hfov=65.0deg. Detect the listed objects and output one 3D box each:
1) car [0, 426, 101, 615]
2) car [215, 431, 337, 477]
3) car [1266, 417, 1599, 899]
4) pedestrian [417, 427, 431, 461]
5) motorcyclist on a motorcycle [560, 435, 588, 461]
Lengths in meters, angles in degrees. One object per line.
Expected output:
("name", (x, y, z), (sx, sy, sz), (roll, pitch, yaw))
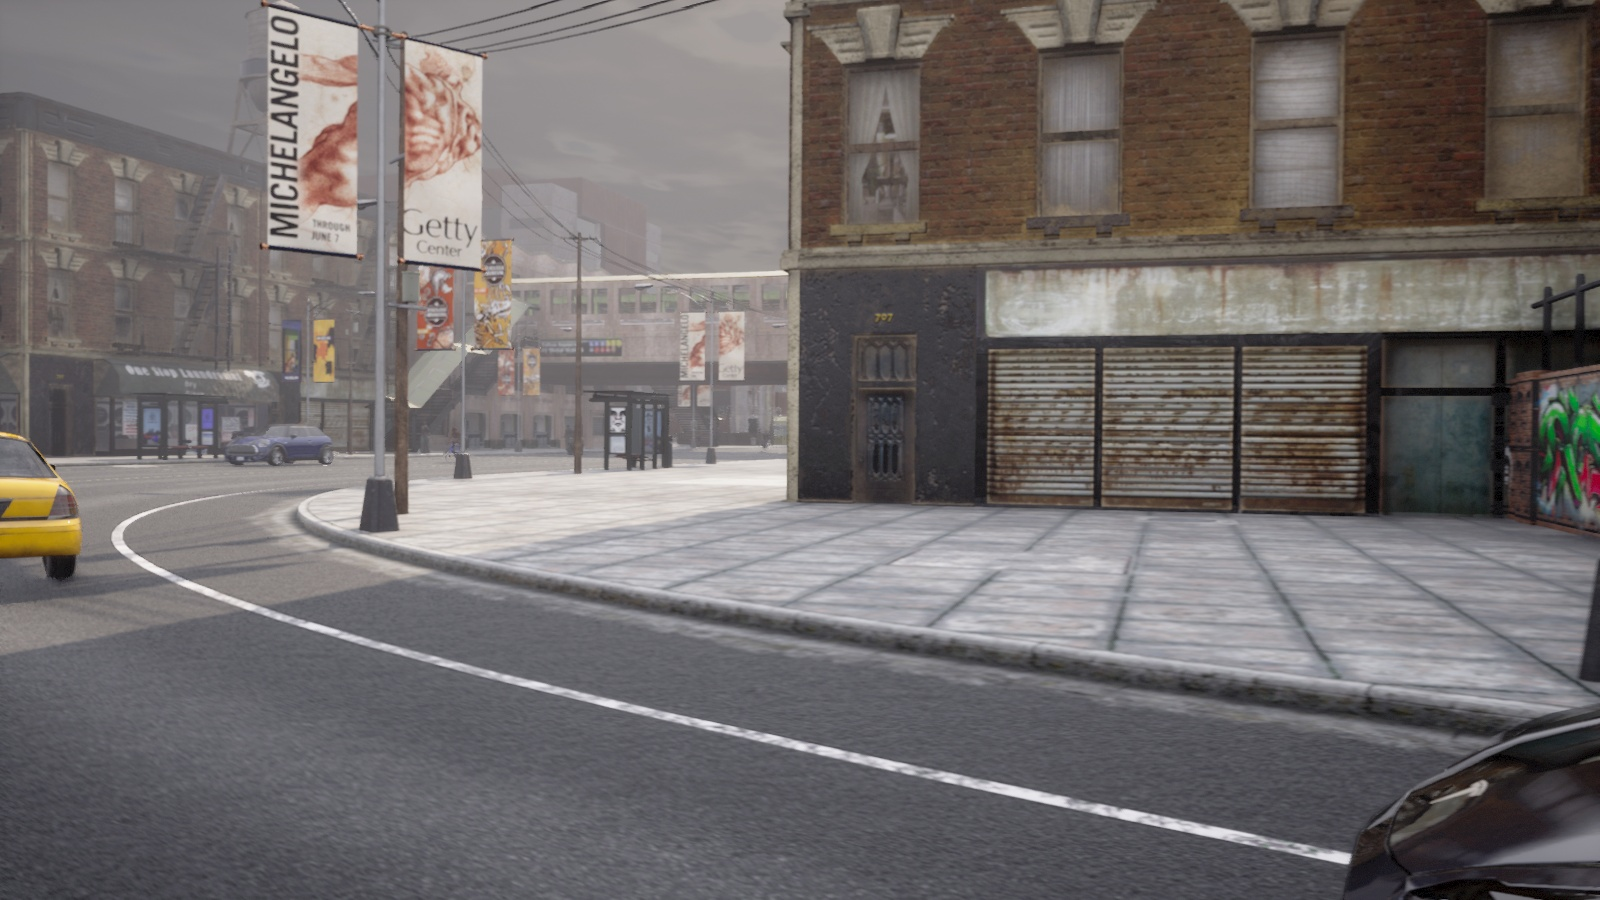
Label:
("car", (-8.435, 0.580, 12.543), (1.801, 1.575, 5.366), (-1, 1, -37))
("car", (-20.963, 0.115, 50.472), (2.097, 1.767, 4.553), (0, 1, 17))
("car", (3.261, 0.685, 1.434), (4.792, 1.488, 2.163), (0, 1, 31))
("pedestrian", (-20.897, -0.338, 69.781), (0.402, 1.930, 0.666), (0, 1, 21))
("motorcyclist on a motorcycle", (-13.520, -0.146, 75.190), (0.797, 1.523, 2.044), (0, 1, 17))
